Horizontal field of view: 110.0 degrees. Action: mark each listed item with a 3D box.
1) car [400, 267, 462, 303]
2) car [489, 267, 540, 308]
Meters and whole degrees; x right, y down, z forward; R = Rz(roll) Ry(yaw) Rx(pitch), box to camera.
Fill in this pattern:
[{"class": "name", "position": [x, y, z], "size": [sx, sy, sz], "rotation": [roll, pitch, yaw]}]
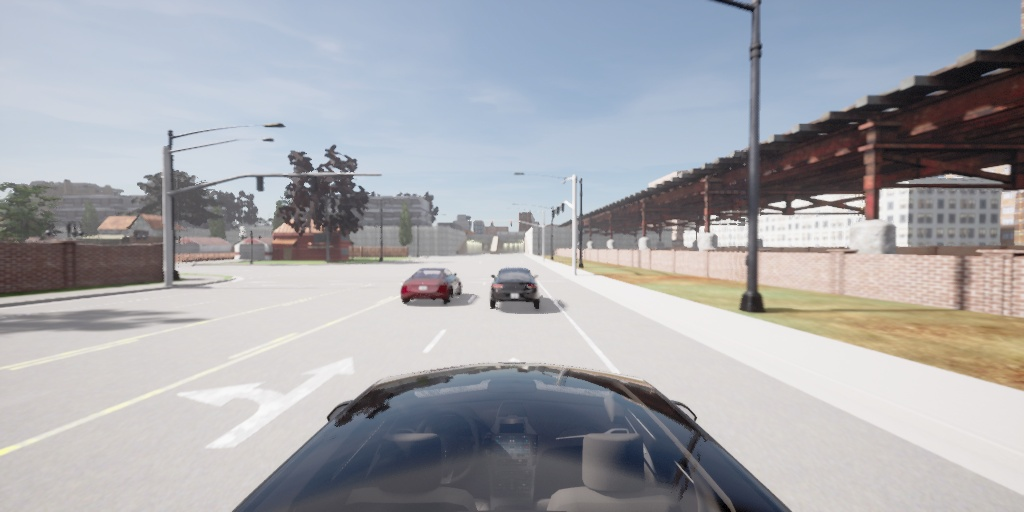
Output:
[{"class": "car", "position": [-3.399, 1.180, 15.718], "size": [1.994, 1.385, 4.181], "rotation": [0, 0, 0]}, {"class": "car", "position": [0.102, 1.161, 14.390], "size": [1.812, 1.442, 4.674], "rotation": [0, 0, 0]}]
